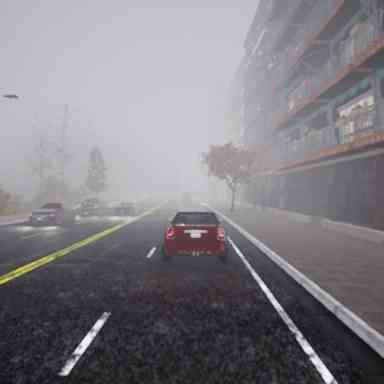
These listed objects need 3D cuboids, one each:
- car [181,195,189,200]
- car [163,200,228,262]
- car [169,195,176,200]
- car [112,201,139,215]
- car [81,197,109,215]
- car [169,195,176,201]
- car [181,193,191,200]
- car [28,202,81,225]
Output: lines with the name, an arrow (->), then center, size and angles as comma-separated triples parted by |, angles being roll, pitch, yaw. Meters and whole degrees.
car -> -2.050, 1.558, 90.806 | 1.994, 1.385, 4.181 | 1, 0, -4
car -> 0.128, 1.360, 12.410 | 2.097, 1.767, 4.553 | 1, 0, 0
car -> -5.291, 1.500, 90.572 | 1.812, 1.442, 4.674 | 1, 0, -4
car -> -6.393, 1.554, 32.455 | 1.994, 1.385, 4.181 | 1, 0, -1
car -> -9.641, 1.324, 32.450 | 2.097, 1.767, 4.553 | 1, 0, -1
car -> -4.706, 1.653, 80.580 | 1.895, 1.301, 4.718 | 1, 0, -3
car -> -1.440, 1.316, 80.447 | 2.150, 2.045, 5.566 | 1, 0, -3
car -> -9.677, 1.448, 23.449 | 1.812, 1.442, 4.674 | 1, 0, 0
